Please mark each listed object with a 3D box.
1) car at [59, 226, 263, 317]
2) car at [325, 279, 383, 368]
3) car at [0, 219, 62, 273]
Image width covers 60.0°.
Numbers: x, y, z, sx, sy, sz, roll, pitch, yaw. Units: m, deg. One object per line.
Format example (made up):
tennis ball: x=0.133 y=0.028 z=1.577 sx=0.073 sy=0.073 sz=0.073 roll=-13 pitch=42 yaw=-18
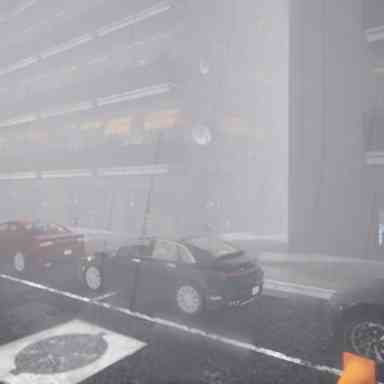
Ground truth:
car: x=-0.647 y=1.555 z=7.312 sx=4.403 sy=1.369 sz=2.008 roll=0 pitch=0 yaw=34
car: x=3.999 y=1.591 z=4.130 sx=4.313 sy=1.339 sz=1.947 roll=0 pitch=0 yaw=34
car: x=-5.292 y=1.529 z=10.493 sx=4.507 sy=1.381 sz=1.887 roll=0 pitch=0 yaw=34
